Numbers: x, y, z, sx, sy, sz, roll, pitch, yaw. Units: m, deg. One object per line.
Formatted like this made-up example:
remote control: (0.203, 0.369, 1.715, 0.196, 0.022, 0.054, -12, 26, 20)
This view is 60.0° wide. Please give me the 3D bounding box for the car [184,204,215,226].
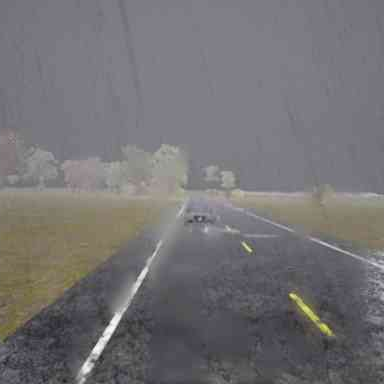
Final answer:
car: (0.495, 1.499, 22.858, 1.994, 1.385, 4.181, 0, 0, 0)
